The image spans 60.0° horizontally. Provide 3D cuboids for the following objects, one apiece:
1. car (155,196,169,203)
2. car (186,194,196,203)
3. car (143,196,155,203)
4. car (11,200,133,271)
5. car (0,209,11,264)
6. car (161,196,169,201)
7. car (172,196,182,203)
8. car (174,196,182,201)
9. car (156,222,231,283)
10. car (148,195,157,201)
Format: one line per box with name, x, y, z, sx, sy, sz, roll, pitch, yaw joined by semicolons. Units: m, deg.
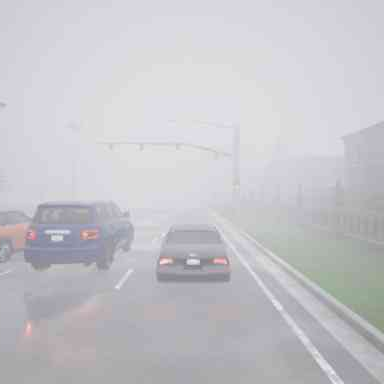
car;-7.317;1.948;81.676;1.895;1.301;4.718;0;0;0
car;-0.316;1.576;81.288;2.150;2.045;5.566;0;0;0
car;-10.817;1.877;81.633;1.812;1.442;4.674;0;0;0
car;-3.468;1.275;11.245;2.150;2.045;5.566;0;0;0
car;-6.970;1.406;12.187;2.097;1.767;4.553;0;0;0
car;-7.356;1.789;91.650;1.994;1.385;4.181;0;0;0
car;-3.816;1.828;81.244;1.882;1.535;5.008;0;0;0
car;-3.856;1.832;91.693;1.895;1.301;4.718;0;0;0
car;0.032;1.591;9.800;2.033;1.411;5.357;0;0;0
car;-10.856;1.714;91.637;1.882;1.535;5.008;0;0;0
